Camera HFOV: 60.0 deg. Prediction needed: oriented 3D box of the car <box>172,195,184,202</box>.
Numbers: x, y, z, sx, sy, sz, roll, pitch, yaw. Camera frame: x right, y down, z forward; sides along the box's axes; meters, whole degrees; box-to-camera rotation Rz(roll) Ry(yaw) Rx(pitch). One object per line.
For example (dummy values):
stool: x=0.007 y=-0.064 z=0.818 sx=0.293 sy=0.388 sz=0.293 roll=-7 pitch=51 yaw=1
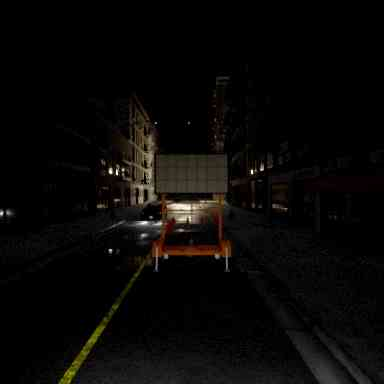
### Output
car: x=-3.066 y=1.636 z=68.792 sx=1.812 sy=1.442 sz=4.674 roll=0 pitch=0 yaw=0

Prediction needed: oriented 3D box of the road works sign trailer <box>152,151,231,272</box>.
road works sign trailer: x=-0.006 y=0.468 z=10.826 sx=2.380 sy=3.560 sz=2.880 roll=0 pitch=0 yaw=0

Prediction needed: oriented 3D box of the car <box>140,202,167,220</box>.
car: x=-3.128 y=1.565 z=28.117 sx=2.033 sy=1.411 sz=5.357 roll=0 pitch=0 yaw=0
